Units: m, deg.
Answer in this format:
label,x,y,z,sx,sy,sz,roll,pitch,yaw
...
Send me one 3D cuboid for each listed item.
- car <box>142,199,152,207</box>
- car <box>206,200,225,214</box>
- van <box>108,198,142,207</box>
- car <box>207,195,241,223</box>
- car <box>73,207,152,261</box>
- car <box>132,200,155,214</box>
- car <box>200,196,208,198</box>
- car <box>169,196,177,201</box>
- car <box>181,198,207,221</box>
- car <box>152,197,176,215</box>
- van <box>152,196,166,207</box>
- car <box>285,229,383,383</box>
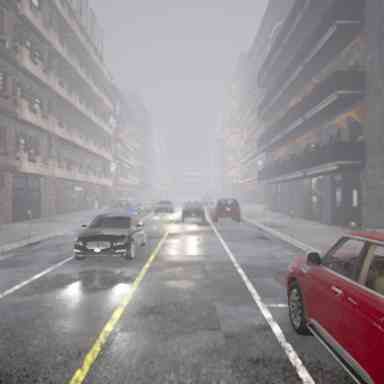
label,x,y,z,sx,sy,sz,roll,pitch,yaw
car,-5.291,1.603,31.418,2.008,1.369,4.403,1,0,0
car,2.591,1.656,37.010,1.802,1.307,4.206,1,0,0
van,-5.288,1.372,25.853,1.690,1.788,3.998,1,0,0
car,2.591,1.346,25.887,2.192,1.841,5.009,1,0,0
car,-2.834,1.509,12.396,1.837,1.490,4.892,0,0,0
car,-5.288,1.599,36.810,1.752,1.417,4.829,1,0,0
car,2.597,1.715,53.702,1.947,1.339,4.313,1,0,0
car,-5.269,1.905,92.621,1.947,1.339,4.313,1,0,0
car,0.110,1.528,27.160,2.128,1.511,4.902,0,0,0
car,-2.786,1.541,34.386,1.882,1.535,5.008,0,-1,0
van,-5.280,1.490,53.674,1.690,1.788,3.998,1,0,0
car,2.585,1.314,3.652,2.192,1.841,5.009,1,0,0
